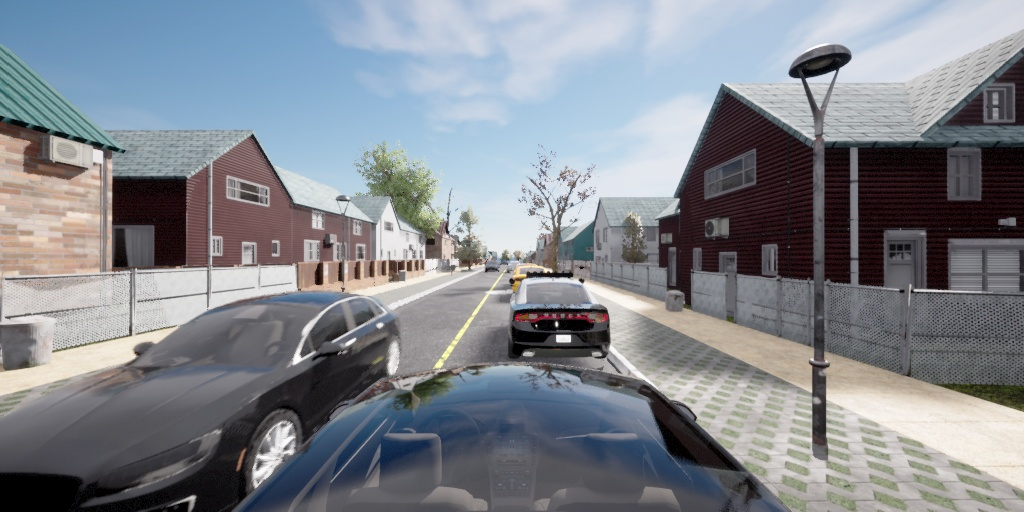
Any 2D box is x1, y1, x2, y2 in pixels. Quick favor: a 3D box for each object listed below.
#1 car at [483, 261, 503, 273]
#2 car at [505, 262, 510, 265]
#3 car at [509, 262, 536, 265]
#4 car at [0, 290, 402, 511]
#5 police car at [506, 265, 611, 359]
[{"bbox_3d":[-2.532,1.366,46.487,1.837,1.490,4.892,0,0,0],"label":"car"},{"bbox_3d":[0.345,1.383,45.730,1.812,1.442,4.674,0,0,1],"label":"car"},{"bbox_3d":[0.948,1.238,18.458,1.882,1.535,5.008,0,0,0],"label":"car"},{"bbox_3d":[-2.825,1.255,4.418,1.837,1.490,4.892,0,0,0],"label":"car"},{"bbox_3d":[0.879,1.176,8.567,1.930,1.638,5.238,0,0,0],"label":"police car"}]
